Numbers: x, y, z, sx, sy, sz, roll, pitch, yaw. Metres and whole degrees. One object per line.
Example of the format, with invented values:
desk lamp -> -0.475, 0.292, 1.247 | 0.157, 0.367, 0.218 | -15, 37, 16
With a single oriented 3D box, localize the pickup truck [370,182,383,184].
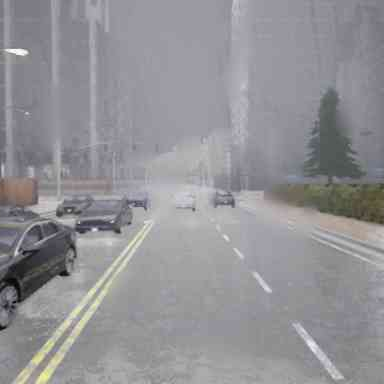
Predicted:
pickup truck -> 39.552, -1.095, 68.951 | 6.274, 2.098, 2.390 | 1, 2, 28

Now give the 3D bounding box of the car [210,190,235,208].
car -> 2.715, 0.587, 30.275 | 2.128, 1.511, 4.902 | 0, 2, -3

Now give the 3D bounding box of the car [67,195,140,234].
car -> -4.049, 1.076, 16.252 | 2.033, 1.411, 5.357 | 0, 2, -2

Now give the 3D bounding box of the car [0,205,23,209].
car -> -7.456, 1.202, 12.891 | 1.994, 1.385, 4.181 | 0, 2, -2

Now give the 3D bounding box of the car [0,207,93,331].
car -> -3.760, 1.306, 6.535 | 2.128, 1.511, 4.902 | 0, 2, -2

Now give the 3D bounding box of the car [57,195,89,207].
car -> -7.720, 0.911, 22.801 | 1.994, 1.385, 4.181 | 0, 2, -1

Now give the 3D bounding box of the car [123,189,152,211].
car -> -4.270, 0.523, 26.124 | 1.882, 1.535, 5.008 | 0, 2, -2

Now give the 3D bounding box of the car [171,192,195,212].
car -> -0.702, 0.742, 26.545 | 1.812, 1.442, 4.674 | 0, 2, -2
